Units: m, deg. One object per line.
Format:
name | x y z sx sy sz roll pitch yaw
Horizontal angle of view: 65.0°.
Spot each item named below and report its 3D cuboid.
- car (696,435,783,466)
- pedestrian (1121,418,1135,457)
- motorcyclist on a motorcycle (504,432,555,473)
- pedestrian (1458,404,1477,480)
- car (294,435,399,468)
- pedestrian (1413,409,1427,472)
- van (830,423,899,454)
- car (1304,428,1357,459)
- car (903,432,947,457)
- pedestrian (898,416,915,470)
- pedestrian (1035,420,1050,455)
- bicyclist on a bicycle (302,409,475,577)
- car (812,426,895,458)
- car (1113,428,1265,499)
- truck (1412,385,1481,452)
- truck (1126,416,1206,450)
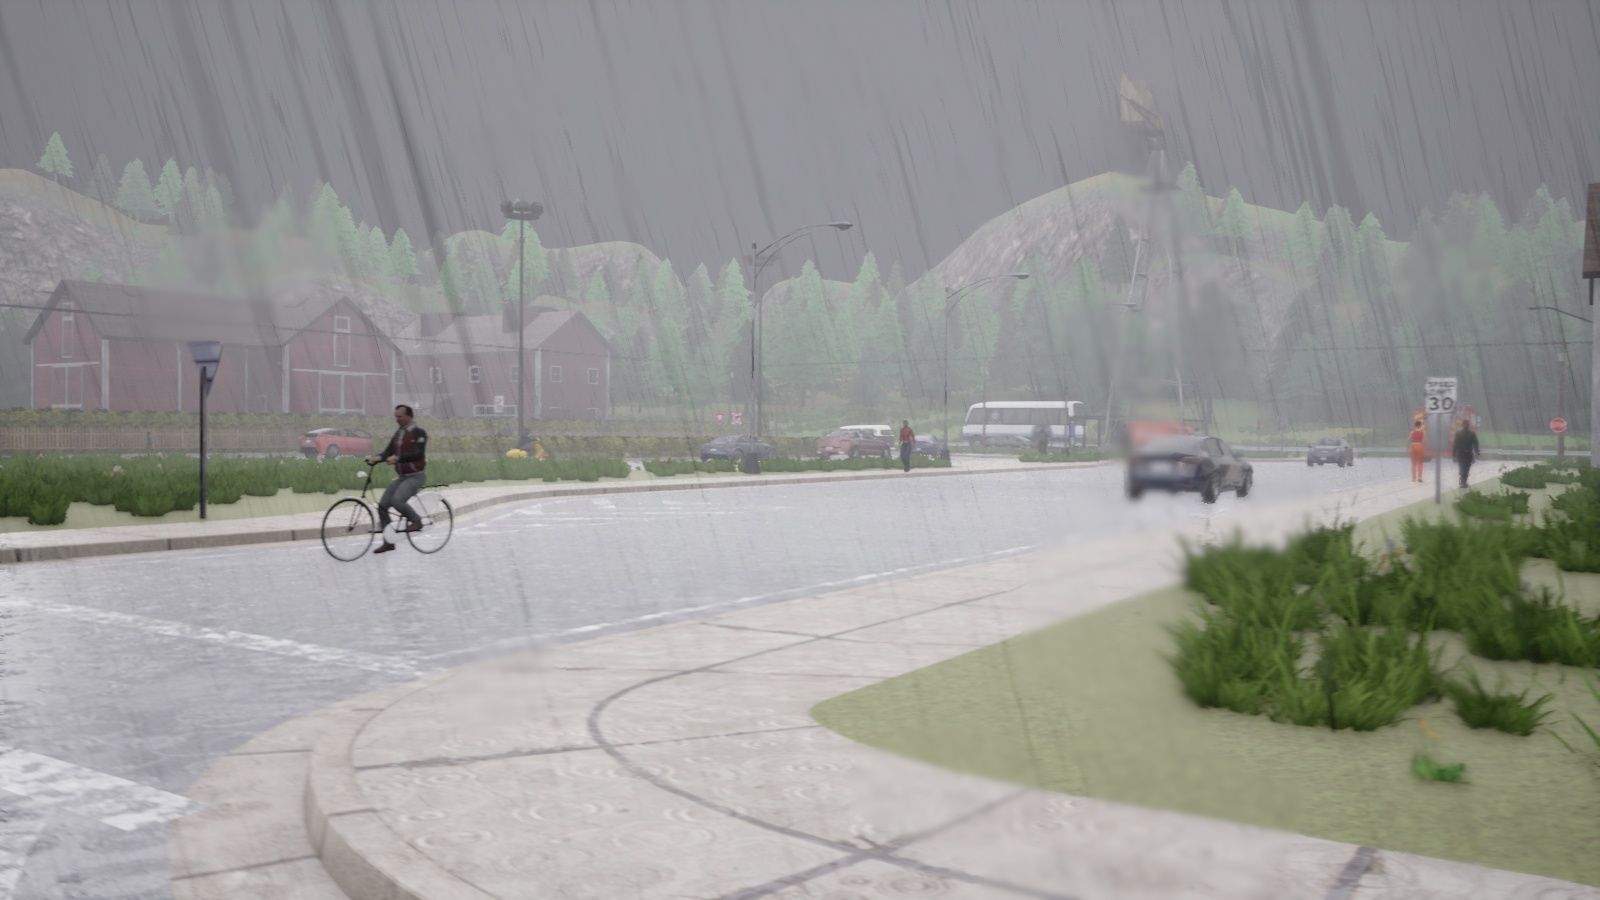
car | -2.793 0.010 58.714 1.994 1.385 4.181 0 1 34
pedestrian | 16.350 -0.622 62.617 0.396 1.930 0.692 0 1 44
motorcyclist on a motorcycle | -10.702 0.095 49.661 1.817 1.590 0.866 -1 -1 -23
pedestrian | 17.365 -0.219 32.669 0.423 1.949 0.788 0 1 27
car | -21.995 0.031 61.072 2.007 1.525 4.514 0 1 33
pedestrian | 18.237 -0.284 36.939 0.345 1.836 0.594 0 1 28
van | 4.403 -0.772 86.105 2.069 2.038 4.480 -1 1 -44
car | 26.571 -0.357 62.875 1.845 1.501 3.633 0 1 33
car | 7.651 -0.366 76.538 1.812 1.442 4.674 0 1 17
pedestrian | 3.636 -0.236 42.826 0.331 1.846 0.636 0 1 32
pedestrian | 13.127 -0.669 67.859 0.540 1.848 0.694 0 1 37
bicyclist on a bicycle | -4.631 0.446 14.252 0.659 1.776 1.843 0 1 33
car | 2.911 -0.446 67.458 2.152 1.651 5.027 0 1 33
car | 9.148 0.247 29.250 2.163 1.488 4.792 0 1 33
truck | 39.371 -1.837 76.333 2.891 3.827 8.468 0 1 33
truck | 27.390 -1.300 94.057 5.204 2.467 2.627 0 1 34
